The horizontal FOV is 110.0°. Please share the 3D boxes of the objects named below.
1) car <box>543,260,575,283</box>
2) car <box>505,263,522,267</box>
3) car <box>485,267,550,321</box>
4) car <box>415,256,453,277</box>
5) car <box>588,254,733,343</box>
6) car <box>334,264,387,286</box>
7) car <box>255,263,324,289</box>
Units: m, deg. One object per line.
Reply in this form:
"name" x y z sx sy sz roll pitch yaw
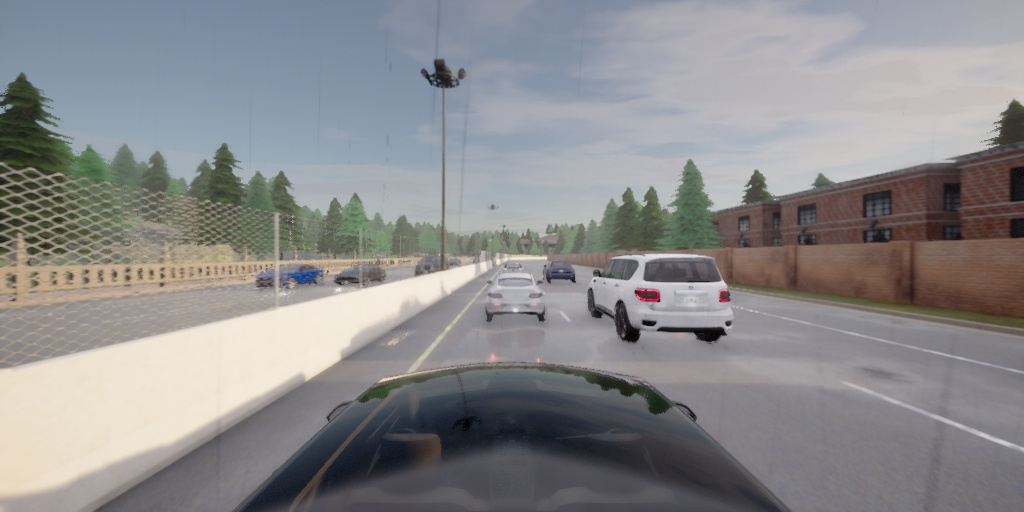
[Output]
"car" 3.604 1.099 28.141 2.097 1.767 4.553 0 0 0
"car" 0.105 1.347 33.853 1.895 1.301 4.718 0 0 0
"car" 0.102 1.274 12.376 1.812 1.442 4.674 0 0 0
"car" -7.085 0.971 32.427 2.150 2.045 5.566 0 0 0
"car" 3.616 0.970 9.865 2.150 2.045 5.566 0 0 1
"car" -10.596 1.295 25.605 2.033 1.411 5.357 0 0 0
"car" -14.094 1.225 23.042 1.882 1.535 5.008 0 0 0
